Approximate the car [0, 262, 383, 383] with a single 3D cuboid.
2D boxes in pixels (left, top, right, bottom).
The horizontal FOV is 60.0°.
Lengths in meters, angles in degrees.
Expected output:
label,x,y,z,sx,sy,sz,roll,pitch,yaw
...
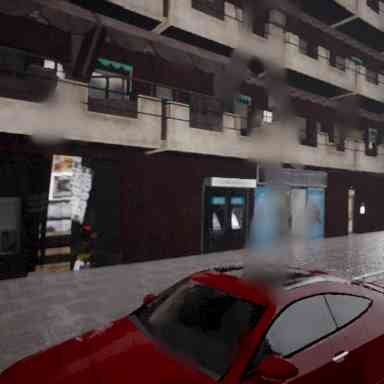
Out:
label,x,y,z,sx,sy,sz,roll,pitch,yaw
car,0.507,1.536,3.308,4.674,1.442,1.812,0,0,-36
